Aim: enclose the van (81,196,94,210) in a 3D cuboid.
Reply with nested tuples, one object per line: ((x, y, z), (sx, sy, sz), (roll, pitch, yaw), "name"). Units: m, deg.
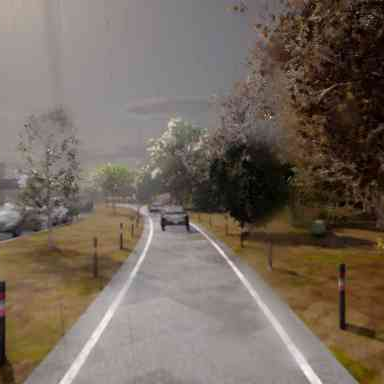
((-16.078, 1.735, 51.307), (1.878, 1.987, 4.442), (1, -2, -16), "van")

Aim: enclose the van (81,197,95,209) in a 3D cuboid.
((-17.796, 1.828, 56.631), (1.878, 1.987, 4.442), (2, -2, -21), "van")

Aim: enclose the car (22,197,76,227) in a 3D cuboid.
((-10.416, 1.397, 24.068), (2.435, 2.045, 5.566), (1, -2, -9), "car")

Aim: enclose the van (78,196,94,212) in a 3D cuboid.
((-14.546, 1.653, 45.931), (1.878, 1.987, 4.442), (1, -2, -16), "van")

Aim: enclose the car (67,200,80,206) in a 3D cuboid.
((-29.350, 2.680, 82.166), (2.231, 1.521, 4.892), (2, -3, -28), "car")

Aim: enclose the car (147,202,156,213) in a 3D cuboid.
((-4.455, 1.863, 41.261), (1.994, 1.385, 4.181), (0, 0, -13), "car")

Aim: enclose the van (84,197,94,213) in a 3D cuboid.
((-13.192, 1.581, 40.518), (1.878, 1.987, 4.442), (1, -2, -15), "van")

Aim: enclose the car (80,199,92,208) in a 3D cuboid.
((-19.702, 2.152, 61.803), (1.946, 1.575, 5.366), (2, -2, -20), "car")

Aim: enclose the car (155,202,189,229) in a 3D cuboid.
((-1.278, 1.676, 23.055), (2.128, 1.511, 4.902), (0, 0, -7), "car")

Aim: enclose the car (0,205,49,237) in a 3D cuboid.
((-9.887, 1.641, 18.528), (2.002, 1.452, 4.674), (1, -2, -5), "car")

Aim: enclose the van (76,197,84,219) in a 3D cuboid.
((-11.134, 1.469, 29.523), (1.878, 1.987, 4.442), (1, -2, -10), "van")
